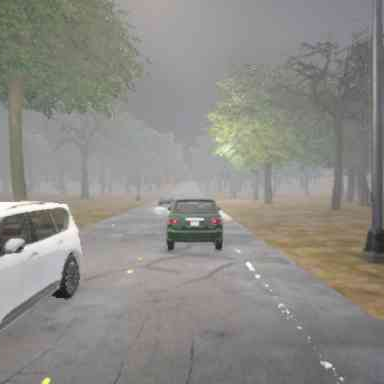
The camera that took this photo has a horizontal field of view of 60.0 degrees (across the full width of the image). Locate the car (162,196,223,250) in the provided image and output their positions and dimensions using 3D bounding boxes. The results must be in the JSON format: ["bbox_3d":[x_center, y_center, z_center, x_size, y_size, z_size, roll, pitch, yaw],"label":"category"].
[{"bbox_3d":[0.100,1.211,14.452,2.150,2.045,5.566,0,0,0],"label":"car"}]

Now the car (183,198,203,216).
[{"bbox_3d":[0.087,1.405,32.025,1.812,1.442,4.674,0,1,0],"label":"car"}]

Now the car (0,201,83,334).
[{"bbox_3d":[-3.600,1.219,5.516,2.150,2.045,5.566,0,0,0],"label":"car"}]

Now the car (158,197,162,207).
[{"bbox_3d":[-3.585,1.261,45.673,1.895,1.301,4.718,0,1,0],"label":"car"}]
